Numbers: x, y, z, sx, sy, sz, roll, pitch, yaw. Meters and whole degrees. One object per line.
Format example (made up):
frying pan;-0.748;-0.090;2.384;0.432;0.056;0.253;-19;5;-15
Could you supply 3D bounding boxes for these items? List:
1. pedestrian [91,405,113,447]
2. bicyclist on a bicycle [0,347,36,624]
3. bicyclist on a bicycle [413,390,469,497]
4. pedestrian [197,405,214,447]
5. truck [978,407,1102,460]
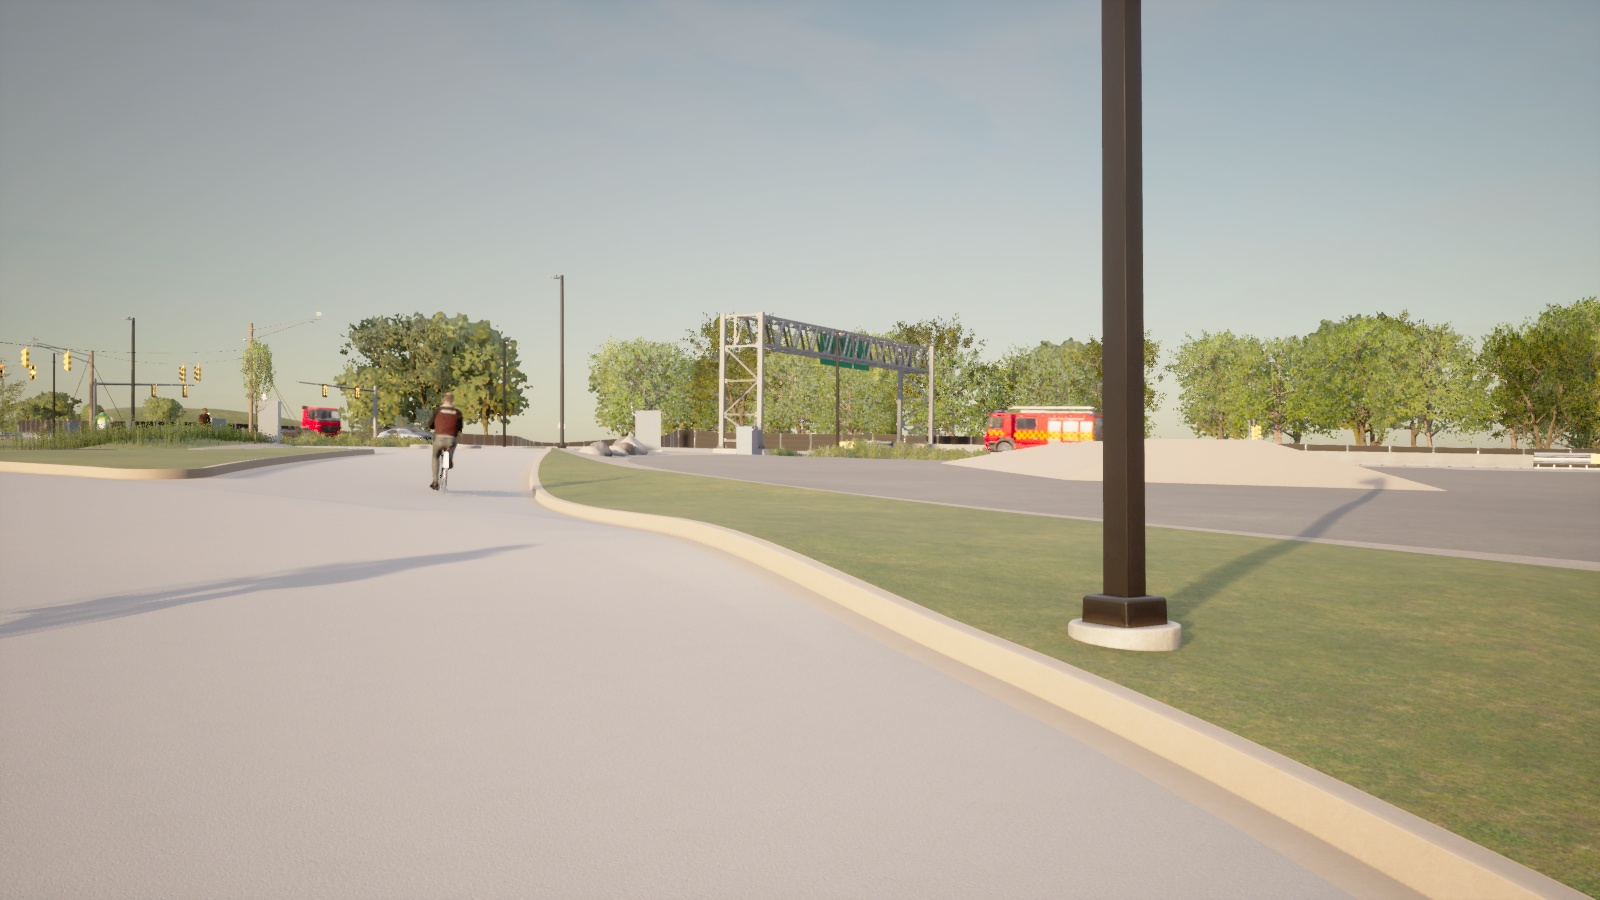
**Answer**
pedestrian;-33.036;-1.107;59.444;0.873;1.952;0.659;-1;-1;45
bicyclist on a bicycle;-4.962;0.226;6.810;0.582;1.620;1.656;3;3;1
bicyclist on a bicycle;-6.350;-0.138;22.128;0.659;1.776;1.843;4;1;-21
pedestrian;-26.553;-1.067;56.085;0.703;1.840;0.431;-1;-1;44
truck;17.759;-1.245;93.244;8.468;3.827;2.891;1;0;30
